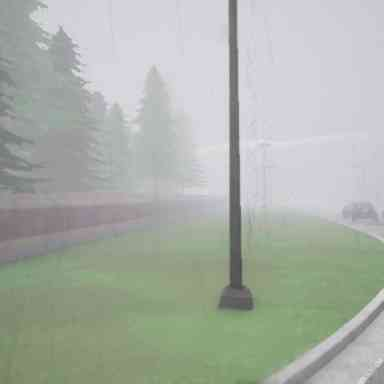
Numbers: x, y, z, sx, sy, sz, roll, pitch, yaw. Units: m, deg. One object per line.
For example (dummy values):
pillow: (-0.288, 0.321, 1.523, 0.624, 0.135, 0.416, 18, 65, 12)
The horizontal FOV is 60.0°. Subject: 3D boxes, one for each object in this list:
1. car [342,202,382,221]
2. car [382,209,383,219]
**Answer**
car: (15.522, 1.706, 30.984, 2.097, 1.767, 4.553, -1, -1, 12)
car: (18.977, 1.790, 30.376, 1.882, 1.535, 5.008, -1, -1, 12)
